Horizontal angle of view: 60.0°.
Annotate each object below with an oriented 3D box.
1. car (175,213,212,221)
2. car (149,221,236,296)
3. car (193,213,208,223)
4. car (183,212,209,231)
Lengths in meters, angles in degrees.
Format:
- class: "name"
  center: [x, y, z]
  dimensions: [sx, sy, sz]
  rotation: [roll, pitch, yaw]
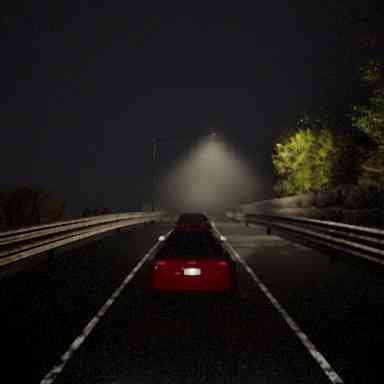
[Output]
- class: "car"
  center: [0.077, 1.896, 18.381]
  dimensions: [1.882, 1.535, 5.008]
  rotation: [0, -2, 1]
- class: "car"
  center: [0.014, 1.689, 8.982]
  dimensions: [1.994, 1.385, 4.181]
  rotation: [0, -1, 0]
- class: "car"
  center: [1.275, 3.521, 46.128]
  dimensions: [1.895, 1.301, 4.718]
  rotation: [0, -3, 4]
- class: "car"
  center: [0.413, 2.483, 28.890]
  dimensions: [2.033, 1.411, 5.357]
  rotation: [0, -3, 2]
